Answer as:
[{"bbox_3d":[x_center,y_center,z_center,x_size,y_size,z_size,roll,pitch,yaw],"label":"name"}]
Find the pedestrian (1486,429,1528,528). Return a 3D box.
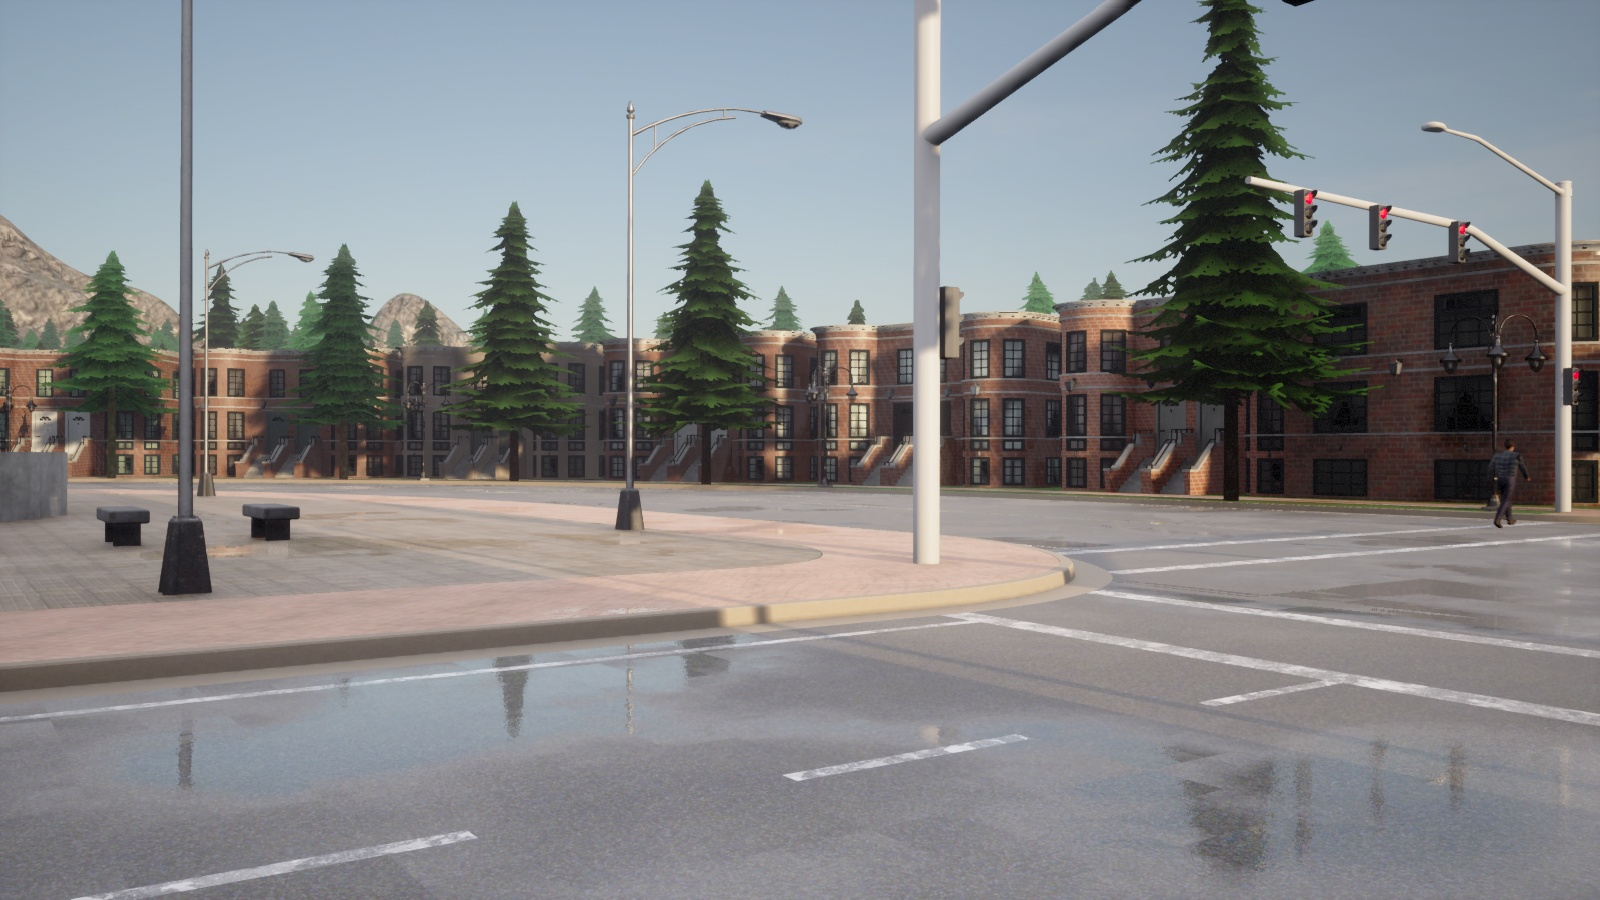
[{"bbox_3d":[14.227,0.565,25.266,0.788,1.949,0.423,0,0,-33],"label":"pedestrian"}]
